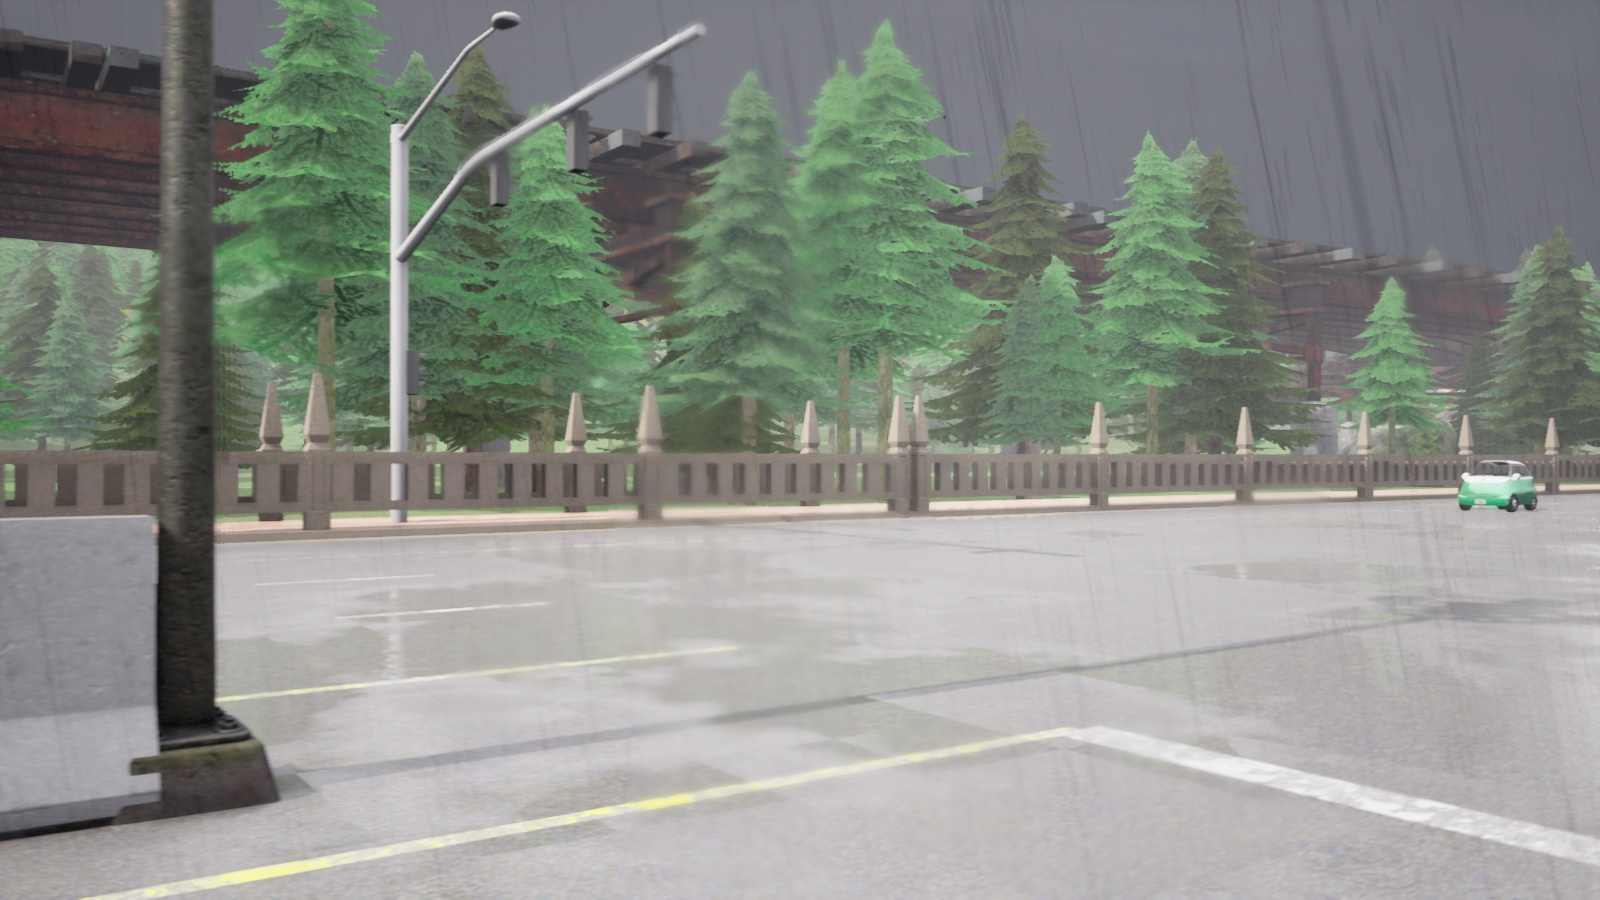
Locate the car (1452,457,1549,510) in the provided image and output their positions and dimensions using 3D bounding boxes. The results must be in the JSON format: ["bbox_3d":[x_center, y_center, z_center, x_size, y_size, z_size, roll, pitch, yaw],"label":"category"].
[{"bbox_3d":[18.898,0.874,33.872,2.207,1.376,1.481,0,0,-35],"label":"car"}]
